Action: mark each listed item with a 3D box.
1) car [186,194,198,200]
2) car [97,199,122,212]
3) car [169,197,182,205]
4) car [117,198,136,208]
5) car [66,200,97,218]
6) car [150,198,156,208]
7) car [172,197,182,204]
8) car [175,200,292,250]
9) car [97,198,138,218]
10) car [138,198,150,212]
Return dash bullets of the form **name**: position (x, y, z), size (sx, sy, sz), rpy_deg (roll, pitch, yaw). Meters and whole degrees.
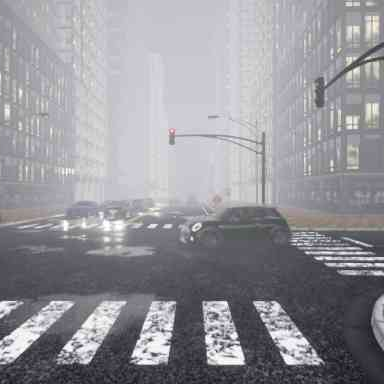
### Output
- **car**: position (-0.017, 1.627, 60.187), size (1.837, 1.490, 4.892), rpy_deg (0, 0, 0)
- **car**: position (-9.865, 1.622, 40.109), size (1.994, 1.385, 4.181), rpy_deg (0, 0, -1)
- **car**: position (-3.168, 1.613, 60.031), size (2.128, 1.511, 4.902), rpy_deg (0, 0, 0)
- **car**: position (-9.861, 1.652, 50.443), size (1.994, 1.385, 4.181), rpy_deg (0, 0, -1)
- **car**: position (-9.863, 1.514, 30.401), size (1.882, 1.535, 5.008), rpy_deg (0, 0, 0)
- **car**: position (-6.606, 1.614, 50.424), size (1.812, 1.442, 4.674), rpy_deg (0, 0, 0)
- **car**: position (-3.202, 1.728, 70.360), size (1.994, 1.385, 4.181), rpy_deg (0, 0, 0)
- **car**: position (1.811, 1.362, 14.143), size (4.553, 1.767, 2.097), rpy_deg (0, 0, -14)
- **car**: position (-6.609, 1.528, 30.153), size (2.128, 1.511, 4.902), rpy_deg (0, 0, 0)
- **car**: position (-6.611, 1.536, 40.358), size (1.882, 1.535, 5.008), rpy_deg (0, 0, 0)
